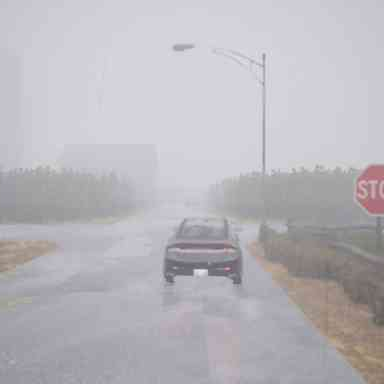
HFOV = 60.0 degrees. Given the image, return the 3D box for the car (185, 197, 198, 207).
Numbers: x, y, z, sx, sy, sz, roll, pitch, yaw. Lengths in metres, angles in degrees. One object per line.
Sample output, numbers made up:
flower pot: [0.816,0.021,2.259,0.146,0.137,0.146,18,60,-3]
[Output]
car: [-0.013,1.592,56.496,2.097,1.767,4.553,0,0,0]

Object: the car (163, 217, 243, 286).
car: [0.409,1.451,9.363,2.128,1.511,4.902,0,0,5]

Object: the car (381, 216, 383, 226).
car: [13.455,1.419,19.225,5.008,1.535,1.882,1,0,0]
